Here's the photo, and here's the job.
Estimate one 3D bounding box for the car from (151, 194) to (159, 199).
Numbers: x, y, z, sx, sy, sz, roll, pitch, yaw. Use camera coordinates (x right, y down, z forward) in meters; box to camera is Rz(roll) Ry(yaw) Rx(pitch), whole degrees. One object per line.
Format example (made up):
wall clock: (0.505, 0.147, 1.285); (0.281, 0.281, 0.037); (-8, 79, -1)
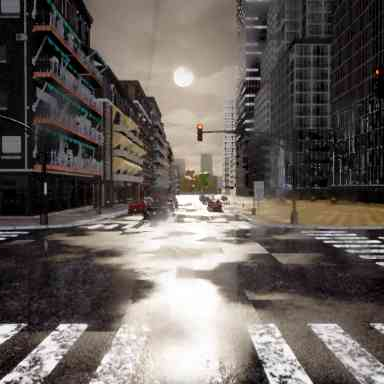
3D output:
car: (-5.630, 1.436, 41.004); (1.967, 1.590, 4.097); (-1, 0, 0)

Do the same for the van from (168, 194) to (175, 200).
van: (-5.540, 1.350, 91.843); (1.690, 1.788, 3.998); (-1, 0, 0)

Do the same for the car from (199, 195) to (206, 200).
car: (2.810, 1.534, 92.058); (1.752, 1.417, 4.829); (-1, 0, 0)

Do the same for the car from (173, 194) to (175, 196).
car: (-5.551, 1.322, 86.196); (2.192, 1.841, 5.009); (-1, 0, 0)

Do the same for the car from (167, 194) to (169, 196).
car: (-5.599, 1.439, 57.950); (1.967, 1.590, 4.097); (-1, 0, 0)

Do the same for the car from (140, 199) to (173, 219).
car: (-3.048, 1.560, 29.129); (1.994, 1.385, 4.181); (0, 0, 0)

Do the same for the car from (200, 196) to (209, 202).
car: (2.780, 1.547, 74.940); (1.887, 1.381, 4.507); (-1, 0, 0)

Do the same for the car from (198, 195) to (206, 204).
car: (2.760, 1.551, 63.642); (2.008, 1.369, 4.403); (-1, 0, 0)

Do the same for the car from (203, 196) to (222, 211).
car: (2.718, 1.540, 41.046); (1.887, 1.381, 4.507); (-1, 0, 0)

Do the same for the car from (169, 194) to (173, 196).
car: (-5.577, 1.583, 69.249); (1.802, 1.307, 4.206); (-1, 0, 0)

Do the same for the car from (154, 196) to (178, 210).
car: (-3.026, 1.500, 39.039); (1.837, 1.490, 4.892); (0, 0, 0)

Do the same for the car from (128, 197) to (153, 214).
car: (-5.638, 1.540, 35.355); (1.887, 1.381, 4.507); (-1, 0, 0)

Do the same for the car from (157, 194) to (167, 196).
car: (-5.611, 1.312, 52.302); (2.192, 1.841, 5.009); (-1, 0, 0)
